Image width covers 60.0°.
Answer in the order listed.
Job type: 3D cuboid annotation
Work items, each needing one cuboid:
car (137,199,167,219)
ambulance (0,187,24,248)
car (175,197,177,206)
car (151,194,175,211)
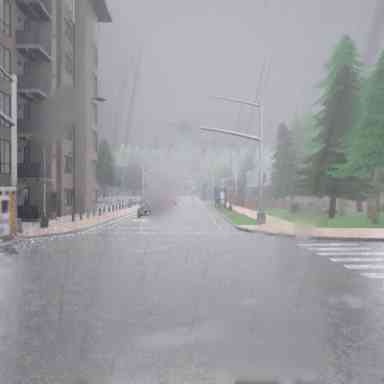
[{"bbox_3d":[-3.604,1.563,29.446,1.994,1.385,4.181,0,0,0],"label":"car"},{"bbox_3d":[-9.587,1.042,11.613,6.366,2.431,2.351,0,0,-1],"label":"ambulance"},{"bbox_3d":[-3.523,1.492,56.360,1.882,1.535,5.008,0,0,0],"label":"car"},{"bbox_3d":[-3.608,1.218,40.304,2.150,2.045,5.566,0,0,0],"label":"car"}]
